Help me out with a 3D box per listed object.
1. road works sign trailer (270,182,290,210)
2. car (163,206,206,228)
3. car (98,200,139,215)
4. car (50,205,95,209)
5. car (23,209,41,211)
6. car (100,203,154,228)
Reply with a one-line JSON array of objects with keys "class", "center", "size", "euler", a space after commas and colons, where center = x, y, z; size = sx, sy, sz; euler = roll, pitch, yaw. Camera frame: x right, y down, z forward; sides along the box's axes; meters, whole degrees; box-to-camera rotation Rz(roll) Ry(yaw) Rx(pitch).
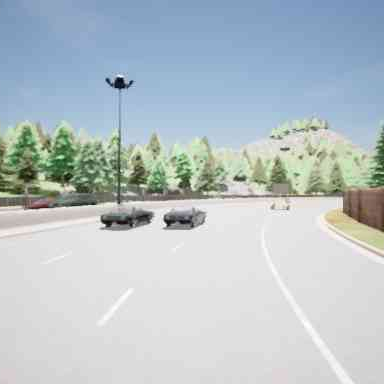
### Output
[{"class": "road works sign trailer", "center": [11.698, 0.527, 43.414], "size": [2.380, 3.560, 2.880], "euler": [0, 0, 33]}, {"class": "car", "center": [-0.338, 1.594, 22.362], "size": [1.895, 1.301, 4.718], "euler": [0, 0, 14]}, {"class": "car", "center": [-7.587, 1.547, 34.784], "size": [1.895, 1.301, 4.718], "euler": [0, 0, 21]}, {"class": "car", "center": [-11.801, 1.142, 33.372], "size": [2.150, 2.045, 5.566], "euler": [0, 0, 19]}, {"class": "car", "center": [-15.069, 1.379, 34.510], "size": [1.882, 1.535, 5.008], "euler": [0, 0, 20]}, {"class": "car", "center": [-4.071, 1.572, 21.827], "size": [1.895, 1.301, 4.718], "euler": [0, 0, 13]}]
